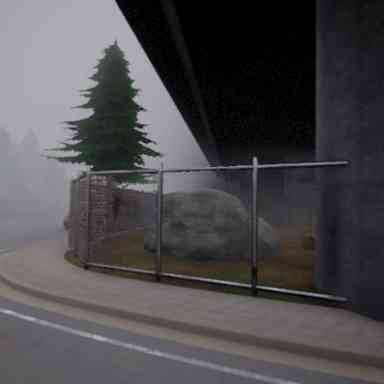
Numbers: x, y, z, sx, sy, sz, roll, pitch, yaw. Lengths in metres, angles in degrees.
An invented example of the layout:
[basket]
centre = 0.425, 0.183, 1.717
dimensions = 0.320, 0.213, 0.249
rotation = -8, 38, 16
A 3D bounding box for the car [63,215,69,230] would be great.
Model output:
[car]
centre = -9.046, 2.357, 28.022
dimensions = 2.128, 1.511, 4.902
rotation = 1, -2, 5
